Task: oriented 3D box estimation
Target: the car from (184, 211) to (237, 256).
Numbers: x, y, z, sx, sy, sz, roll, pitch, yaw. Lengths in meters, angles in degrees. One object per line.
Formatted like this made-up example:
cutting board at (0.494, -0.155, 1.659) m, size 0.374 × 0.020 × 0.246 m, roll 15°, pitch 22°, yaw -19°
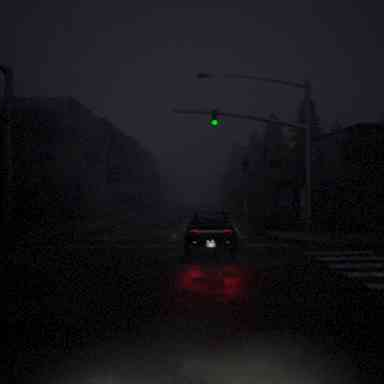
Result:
car at (0.724, 1.518, 13.300) m, size 2.128 × 1.511 × 4.902 m, roll -1°, pitch 0°, yaw 2°
